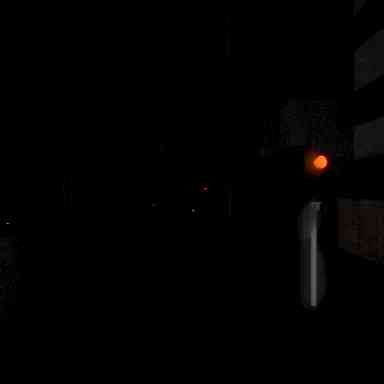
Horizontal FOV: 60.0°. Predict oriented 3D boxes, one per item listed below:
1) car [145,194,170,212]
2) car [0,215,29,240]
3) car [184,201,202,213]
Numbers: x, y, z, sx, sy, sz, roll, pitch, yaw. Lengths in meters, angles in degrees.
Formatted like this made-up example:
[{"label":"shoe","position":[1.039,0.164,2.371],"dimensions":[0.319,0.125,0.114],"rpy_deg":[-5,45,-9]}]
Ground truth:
[{"label":"car","position":[-4.154,1.221,39.647],"dimensions":[2.150,2.045,5.566],"rpy_deg":[0,0,0]},{"label":"car","position":[-10.731,1.478,16.313],"dimensions":[5.008,1.535,1.882],"rpy_deg":[0,0,-4]},{"label":"car","position":[0.092,1.601,36.269],"dimensions":[1.895,1.301,4.718],"rpy_deg":[0,0,-1]}]
